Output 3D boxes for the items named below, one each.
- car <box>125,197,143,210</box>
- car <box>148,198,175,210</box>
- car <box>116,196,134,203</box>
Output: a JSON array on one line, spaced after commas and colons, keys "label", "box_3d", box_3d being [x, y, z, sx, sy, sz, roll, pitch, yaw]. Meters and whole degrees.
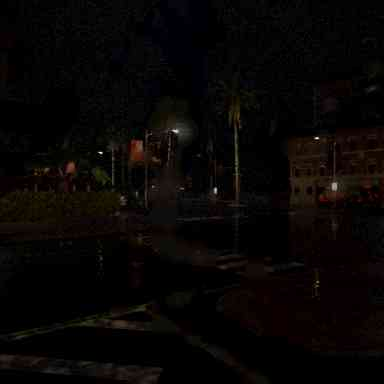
[{"label": "car", "box_3d": [-8.074, 1.353, 42.342, 2.097, 1.767, 4.553, 0, 0, -35]}, {"label": "car", "box_3d": [-4.040, 1.526, 42.687, 1.812, 1.442, 4.674, 0, 0, -35]}, {"label": "car", "box_3d": [-13.876, 1.522, 68.680, 1.812, 1.442, 4.674, 0, 0, -39]}]
